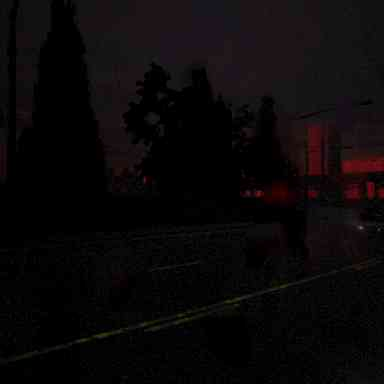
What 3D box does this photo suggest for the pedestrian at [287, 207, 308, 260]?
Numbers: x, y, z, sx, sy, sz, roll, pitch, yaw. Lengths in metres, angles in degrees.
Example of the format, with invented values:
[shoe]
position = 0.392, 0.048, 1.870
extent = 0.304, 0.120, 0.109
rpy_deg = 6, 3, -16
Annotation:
[pedestrian]
position = 3.664, 1.369, 11.590
extent = 0.375, 1.860, 0.375
rpy_deg = 0, -1, -41

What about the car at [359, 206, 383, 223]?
[car]
position = 17.688, 2.157, 32.746
extent = 1.882, 1.535, 5.008
rpy_deg = 0, -1, 33
